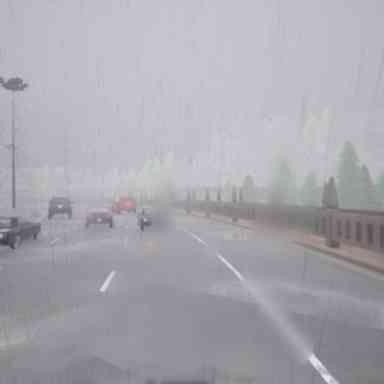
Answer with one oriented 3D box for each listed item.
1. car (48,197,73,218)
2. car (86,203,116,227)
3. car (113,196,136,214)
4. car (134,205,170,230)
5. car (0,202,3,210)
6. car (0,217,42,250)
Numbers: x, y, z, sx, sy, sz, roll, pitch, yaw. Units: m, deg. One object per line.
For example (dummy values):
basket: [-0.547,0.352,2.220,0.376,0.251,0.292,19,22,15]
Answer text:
car: [-13.308,1.536,33.735,2.150,2.045,5.566,0,-1,-20]
car: [-6.741,1.724,24.367,1.812,1.442,4.674,0,0,-14]
car: [-8.090,1.533,39.520,2.150,2.045,5.566,0,0,-22]
car: [-2.737,1.761,22.772,1.895,1.301,4.718,0,0,-13]
car: [-29.648,2.183,50.117,1.895,1.301,4.718,0,0,-33]
car: [-8.288,1.740,14.865,1.895,1.301,4.718,0,0,-9]
